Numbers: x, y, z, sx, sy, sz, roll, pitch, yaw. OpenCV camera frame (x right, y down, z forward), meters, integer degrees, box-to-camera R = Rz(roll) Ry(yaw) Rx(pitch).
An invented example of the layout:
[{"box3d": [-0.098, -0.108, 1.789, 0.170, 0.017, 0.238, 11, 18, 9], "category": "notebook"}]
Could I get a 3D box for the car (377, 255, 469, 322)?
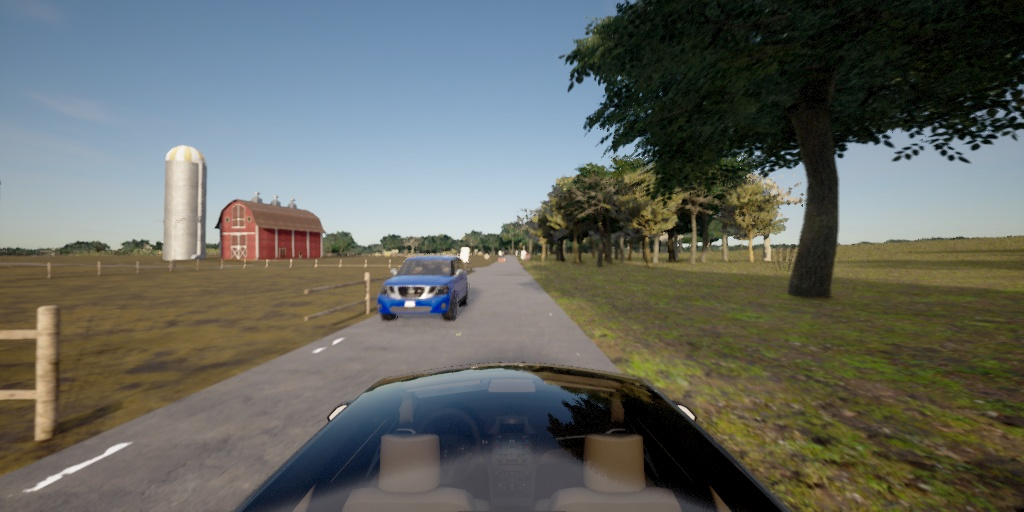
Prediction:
[{"box3d": [-2.847, 0.991, 12.789, 2.150, 2.045, 5.566, 0, 0, 0], "category": "car"}]
